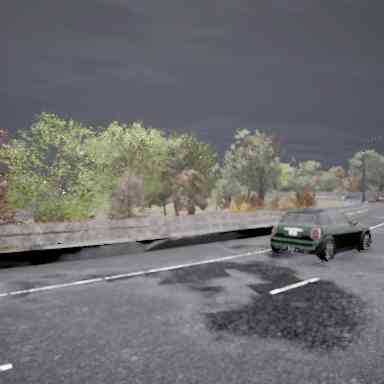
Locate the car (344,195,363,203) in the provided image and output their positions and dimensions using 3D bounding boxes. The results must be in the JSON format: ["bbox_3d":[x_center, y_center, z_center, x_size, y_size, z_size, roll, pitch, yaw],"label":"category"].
[{"bbox_3d":[39.547,1.653,82.123,2.150,2.045,5.566,0,0,3],"label":"car"}]

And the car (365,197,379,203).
[{"bbox_3d":[43.031,1.978,81.786,2.033,1.411,5.357,0,0,3],"label":"car"}]

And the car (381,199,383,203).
[{"bbox_3d":[8.646,1.311,11.298,5.566,2.045,2.150,1,0,-43],"label":"car"}]

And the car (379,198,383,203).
[{"bbox_3d":[46.519,2.043,81.511,1.895,1.301,4.718,0,0,3],"label":"car"}]

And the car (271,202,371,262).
[{"bbox_3d":[5.040,1.436,12.769,4.553,1.767,2.097,1,-1,-42],"label":"car"}]
